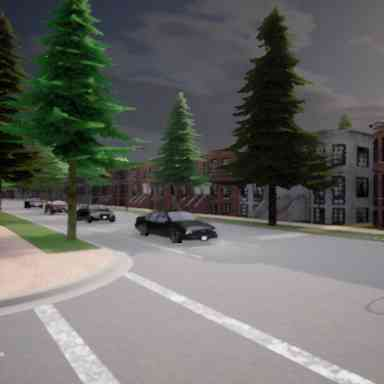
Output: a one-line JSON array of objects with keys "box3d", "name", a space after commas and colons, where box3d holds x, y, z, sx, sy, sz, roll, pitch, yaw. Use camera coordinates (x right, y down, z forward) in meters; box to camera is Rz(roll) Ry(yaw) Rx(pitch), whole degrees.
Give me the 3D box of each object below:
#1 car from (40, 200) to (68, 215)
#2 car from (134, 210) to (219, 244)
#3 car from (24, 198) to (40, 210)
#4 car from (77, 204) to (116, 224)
[{"box3d": [-13.927, 1.575, 34.404, 1.812, 1.442, 4.674, 1, -1, -36], "name": "car"}, {"box3d": [-1.010, 1.617, 16.587, 2.033, 1.411, 5.357, 1, 0, -36], "name": "car"}, {"box3d": [-21.085, 1.532, 44.344, 2.128, 1.511, 4.902, 1, -1, -35], "name": "car"}, {"box3d": [-7.388, 1.624, 25.387, 1.994, 1.385, 4.181, 1, 0, -36], "name": "car"}]
